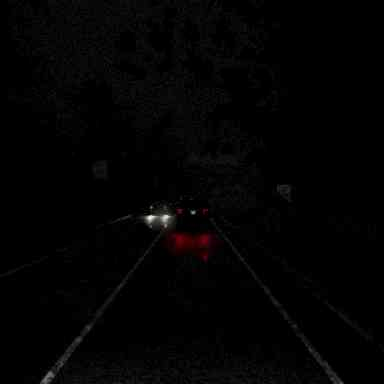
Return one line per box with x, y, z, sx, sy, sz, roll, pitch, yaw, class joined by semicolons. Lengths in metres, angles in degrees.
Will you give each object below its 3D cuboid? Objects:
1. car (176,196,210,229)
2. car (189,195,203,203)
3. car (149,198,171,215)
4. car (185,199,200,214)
0.079;1.399;23.325;2.150;2.045;5.566;0;0;0;car
1.076;1.588;77.995;1.882;1.535;5.008;2;1;18;car
-3.609;1.641;37.887;2.097;1.767;4.553;0;0;0;car
0.077;1.782;42.181;1.801;1.575;5.366;0;0;0;car
